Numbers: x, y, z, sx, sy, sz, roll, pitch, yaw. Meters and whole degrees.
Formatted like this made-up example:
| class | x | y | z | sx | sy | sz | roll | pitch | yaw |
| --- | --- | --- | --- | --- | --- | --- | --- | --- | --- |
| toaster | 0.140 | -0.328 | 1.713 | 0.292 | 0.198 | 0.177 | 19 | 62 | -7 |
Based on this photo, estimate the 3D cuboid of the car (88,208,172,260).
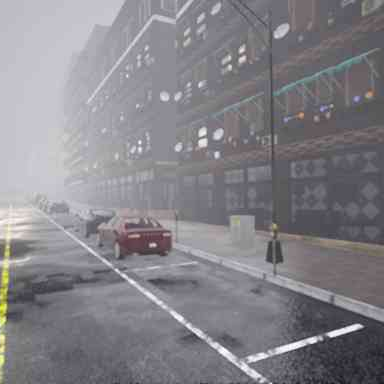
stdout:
| class | x | y | z | sx | sy | sz | roll | pitch | yaw |
| --- | --- | --- | --- | --- | --- | --- | --- | --- | --- |
| car | -2.253 | 1.490 | 12.167 | 1.887 | 1.381 | 4.507 | 1 | 0 | -28 |

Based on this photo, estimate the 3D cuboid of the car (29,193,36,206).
| class | x | y | z | sx | sy | sz | roll | pitch | yaw |
| --- | --- | --- | --- | --- | --- | --- | --- | --- | --- |
| car | -23.288 | 1.178 | 51.095 | 2.192 | 1.841 | 5.009 | 1 | -1 | -28 |

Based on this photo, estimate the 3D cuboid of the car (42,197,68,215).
| class | x | y | z | sx | sy | sz | roll | pitch | yaw |
| --- | --- | --- | --- | --- | --- | --- | --- | --- | --- |
| car | -12.757 | 1.436 | 31.638 | 1.887 | 1.381 | 4.507 | 1 | 0 | -28 |

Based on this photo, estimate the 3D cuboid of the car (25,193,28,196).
| class | x | y | z | sx | sy | sz | roll | pitch | yaw |
| --- | --- | --- | --- | --- | --- | --- | --- | --- | --- |
| car | -39.047 | 1.189 | 80.303 | 2.192 | 1.841 | 5.009 | 1 | -1 | -28 |

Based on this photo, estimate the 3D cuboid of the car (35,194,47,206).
| class | x | y | z | sx | sy | sz | roll | pitch | yaw |
| --- | --- | --- | --- | --- | --- | --- | --- | --- | --- |
| car | -18.001 | 1.315 | 41.378 | 1.967 | 1.590 | 4.097 | 1 | 0 | -28 |

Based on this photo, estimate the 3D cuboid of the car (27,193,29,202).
| class | x | y | z | sx | sy | sz | roll | pitch | yaw |
| --- | --- | --- | --- | --- | --- | --- | --- | --- | --- |
| car | -28.543 | 1.299 | 60.830 | 1.967 | 1.590 | 4.097 | 1 | -1 | -28 |

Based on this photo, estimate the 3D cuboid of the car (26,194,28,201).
| class | x | y | z | sx | sy | sz | roll | pitch | yaw |
| --- | --- | --- | --- | --- | --- | --- | --- | --- | --- |
| car | -33.798 | 1.444 | 70.565 | 1.802 | 1.307 | 4.206 | 1 | -1 | -28 |

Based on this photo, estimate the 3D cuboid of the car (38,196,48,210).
| class | x | y | z | sx | sy | sz | roll | pitch | yaw |
| --- | --- | --- | --- | --- | --- | --- | --- | --- | --- |
| car | -15.383 | 1.427 | 36.505 | 1.887 | 1.381 | 4.507 | 1 | 0 | -28 |

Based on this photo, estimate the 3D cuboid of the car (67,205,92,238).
| class | x | y | z | sx | sy | sz | roll | pitch | yaw |
| --- | --- | --- | --- | --- | --- | --- | --- | --- | --- |
| car | -4.880 | 1.479 | 17.036 | 2.008 | 1.369 | 4.403 | 1 | 0 | -28 |

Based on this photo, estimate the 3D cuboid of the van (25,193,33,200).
| class | x | y | z | sx | sy | sz | roll | pitch | yaw |
| --- | --- | --- | --- | --- | --- | --- | --- | --- | --- |
| van | -41.674 | 1.224 | 85.172 | 1.690 | 1.788 | 3.998 | 1 | -1 | -28 |
